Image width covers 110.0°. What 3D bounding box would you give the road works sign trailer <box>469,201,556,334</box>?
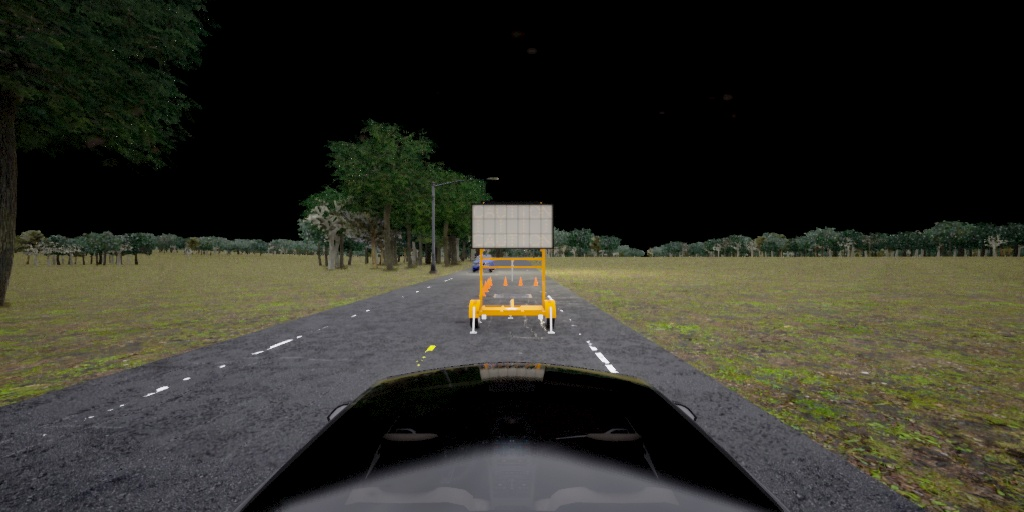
[{"bbox_3d":[0.013,0.200,10.594,2.380,3.560,2.880,0,0,0],"label":"road works sign trailer"}]

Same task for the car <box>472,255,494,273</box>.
[{"bbox_3d":[-3.302,0.866,41.447,2.150,2.045,5.566,0,0,1],"label":"car"}]
